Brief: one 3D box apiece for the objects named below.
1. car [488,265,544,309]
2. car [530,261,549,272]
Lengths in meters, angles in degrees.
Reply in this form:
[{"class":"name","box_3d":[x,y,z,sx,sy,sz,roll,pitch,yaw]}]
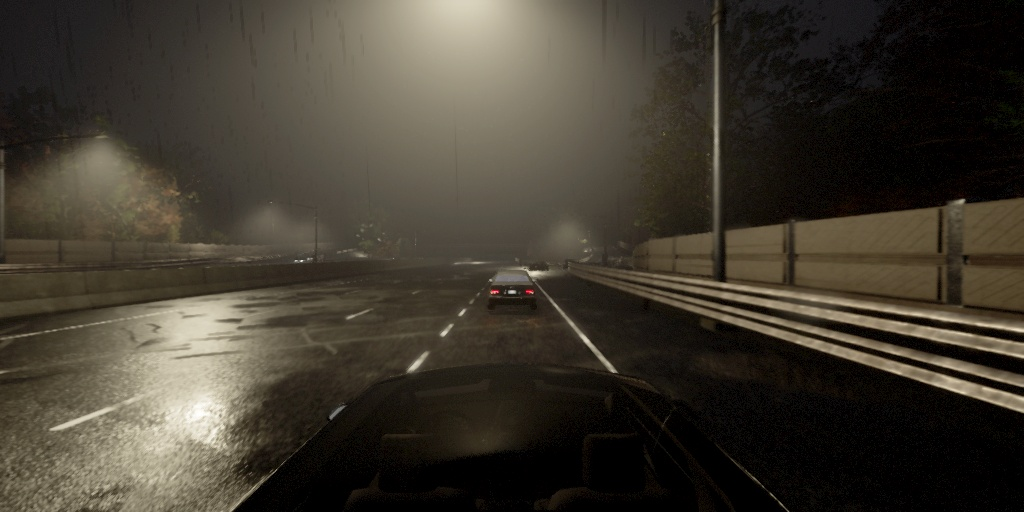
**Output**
[{"class":"car","box_3d":[0.006,1.289,14.898,2.033,1.411,5.357,0,0,0]},{"class":"car","box_3d":[3.820,1.411,49.192,1.882,1.535,5.008,0,-2,17]}]
